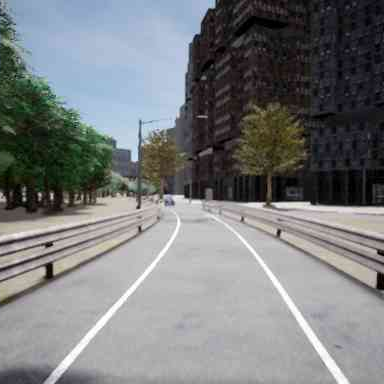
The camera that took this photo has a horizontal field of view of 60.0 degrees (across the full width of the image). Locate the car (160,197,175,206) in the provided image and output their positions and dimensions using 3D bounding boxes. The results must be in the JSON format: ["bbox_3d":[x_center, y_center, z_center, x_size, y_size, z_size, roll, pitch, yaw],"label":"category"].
[{"bbox_3d":[-4.676,1.691,62.970,2.097,1.767,4.553,0,0,-16],"label":"car"}]
